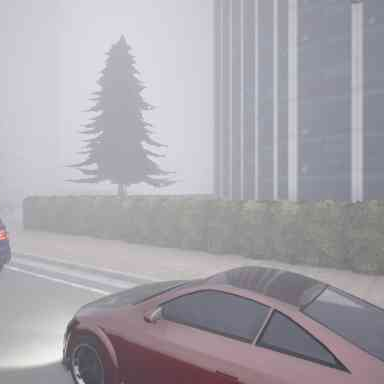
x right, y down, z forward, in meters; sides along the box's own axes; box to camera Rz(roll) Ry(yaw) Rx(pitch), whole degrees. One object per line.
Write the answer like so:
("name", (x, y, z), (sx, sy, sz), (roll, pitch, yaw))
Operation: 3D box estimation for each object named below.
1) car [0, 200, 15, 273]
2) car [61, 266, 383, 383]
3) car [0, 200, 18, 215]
("car", (-7.153, 1.221, 9.060), (5.566, 2.045, 2.150), (0, 0, 35))
("car", (0.457, 1.564, 3.667), (4.181, 1.385, 1.994), (0, 0, 35))
("car", (-20.361, 1.560, 33.239), (1.837, 1.490, 4.892), (0, 0, 35))
